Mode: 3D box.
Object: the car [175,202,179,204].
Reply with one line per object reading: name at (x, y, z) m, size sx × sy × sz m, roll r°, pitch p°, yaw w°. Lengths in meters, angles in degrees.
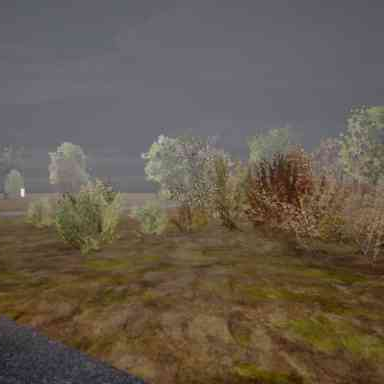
car at (-1.419, 1.590, 59.812) m, size 1.994 × 1.385 × 4.181 m, roll 0°, pitch 0°, yaw 41°
